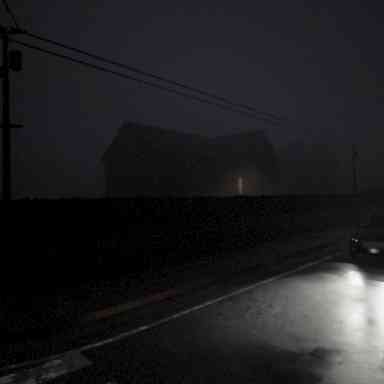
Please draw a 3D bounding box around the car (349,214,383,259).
[{"bbox_3d":[7.375,1.588,12.294,2.128,1.511,4.902,-2,-1,43],"label":"car"}]
